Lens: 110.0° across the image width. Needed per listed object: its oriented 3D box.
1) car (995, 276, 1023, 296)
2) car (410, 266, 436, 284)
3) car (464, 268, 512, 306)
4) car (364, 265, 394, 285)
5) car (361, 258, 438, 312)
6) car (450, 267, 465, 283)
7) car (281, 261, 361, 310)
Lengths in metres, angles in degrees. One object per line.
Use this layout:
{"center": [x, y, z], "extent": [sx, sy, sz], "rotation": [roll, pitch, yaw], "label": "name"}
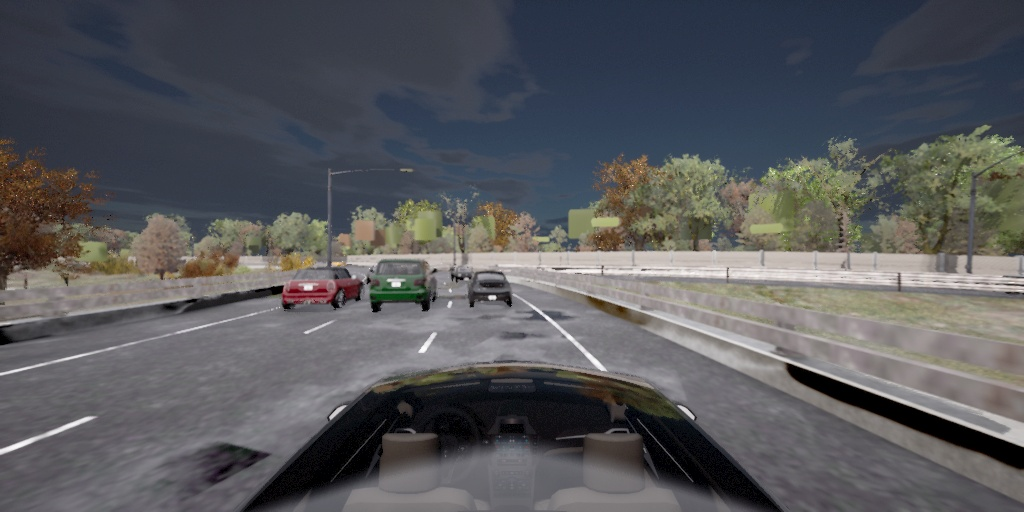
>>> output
{"center": [39.018, 1.904, 25.501], "extent": [5.566, 2.045, 2.150], "rotation": [3, 1, 28], "label": "car"}
{"center": [-7.945, 1.638, 31.719], "extent": [1.994, 1.385, 4.181], "rotation": [0, -1, -17], "label": "car"}
{"center": [-1.137, 1.416, 16.714], "extent": [1.837, 1.490, 4.892], "rotation": [0, 0, -8], "label": "car"}
{"center": [-11.300, 1.560, 30.744], "extent": [2.128, 1.511, 4.902], "rotation": [0, 0, -17], "label": "car"}
{"center": [-4.465, 1.123, 15.376], "extent": [2.150, 2.045, 5.566], "rotation": [0, 0, -8], "label": "car"}
{"center": [-4.469, 1.677, 32.343], "extent": [1.895, 1.301, 4.718], "rotation": [0, -1, -17], "label": "car"}
{"center": [-8.074, 1.257, 15.781], "extent": [2.097, 1.767, 4.553], "rotation": [0, -1, -8], "label": "car"}
